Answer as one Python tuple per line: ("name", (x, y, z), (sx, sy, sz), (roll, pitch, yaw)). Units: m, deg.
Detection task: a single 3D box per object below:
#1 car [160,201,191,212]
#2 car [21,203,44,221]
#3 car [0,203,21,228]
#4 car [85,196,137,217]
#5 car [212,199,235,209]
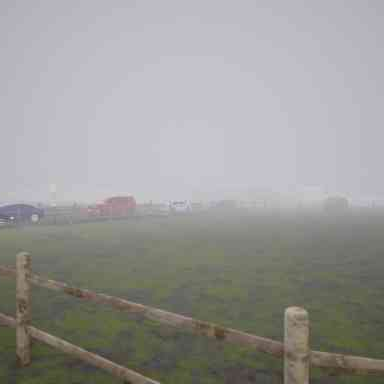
("car", (-1.996, 1.818, 41.925), (1.812, 1.442, 4.674), (0, 0, 36))
("car", (-13.955, 1.590, 25.505), (1.882, 1.535, 5.008), (0, 0, 35))
("car", (-13.866, 1.596, 20.901), (1.837, 1.490, 4.892), (2, 1, 42))
("car", (-8.034, 1.420, 33.670), (2.150, 2.045, 5.566), (0, 0, 36))
("car", (4.734, 1.893, 51.067), (2.128, 1.511, 4.902), (0, -1, 37))
